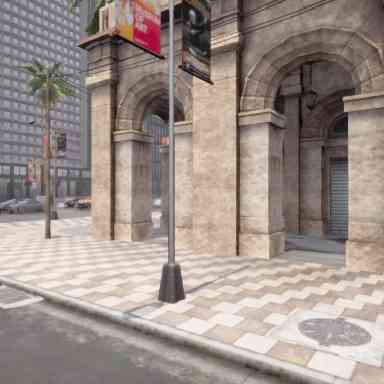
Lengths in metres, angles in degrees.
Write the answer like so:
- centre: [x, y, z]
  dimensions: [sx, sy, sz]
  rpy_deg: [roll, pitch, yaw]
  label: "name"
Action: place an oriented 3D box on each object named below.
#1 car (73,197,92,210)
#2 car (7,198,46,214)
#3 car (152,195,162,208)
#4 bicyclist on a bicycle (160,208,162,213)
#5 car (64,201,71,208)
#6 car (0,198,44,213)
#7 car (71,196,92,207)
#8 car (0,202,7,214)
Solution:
- centre: [-12.285, 1.601, 42.571]
  dimensions: [1.895, 1.301, 4.718]
  rpy_deg: [0, 0, 35]
  label: "car"
- centre: [-17.418, 1.564, 35.396]
  dimensions: [1.994, 1.385, 4.181]
  rpy_deg: [0, 0, 36]
  label: "car"
- centre: [-3.565, 1.525, 48.381]
  dimensions: [1.812, 1.442, 4.674]
  rpy_deg: [0, 0, 36]
  label: "car"
- centre: [-2.370, 1.300, 31.537]
  dimensions: [1.656, 1.620, 0.582]
  rpy_deg: [0, 0, 36]
  label: "bicyclist on a bicycle"
- centre: [-16.192, 1.513, 48.434]
  dimensions: [2.161, 1.482, 4.786]
  rpy_deg: [0, 0, 35]
  label: "car"
- centre: [-19.848, 1.491, 38.016]
  dimensions: [2.128, 1.511, 4.902]
  rpy_deg: [0, 0, 36]
  label: "car"
- centre: [-13.915, 1.352, 46.300]
  dimensions: [2.097, 1.767, 4.553]
  rpy_deg: [0, 0, 35]
  label: "car"
- centre: [-18.736, 1.221, 27.177]
  dimensions: [2.150, 2.045, 5.566]
  rpy_deg: [0, 0, 36]
  label: "car"
